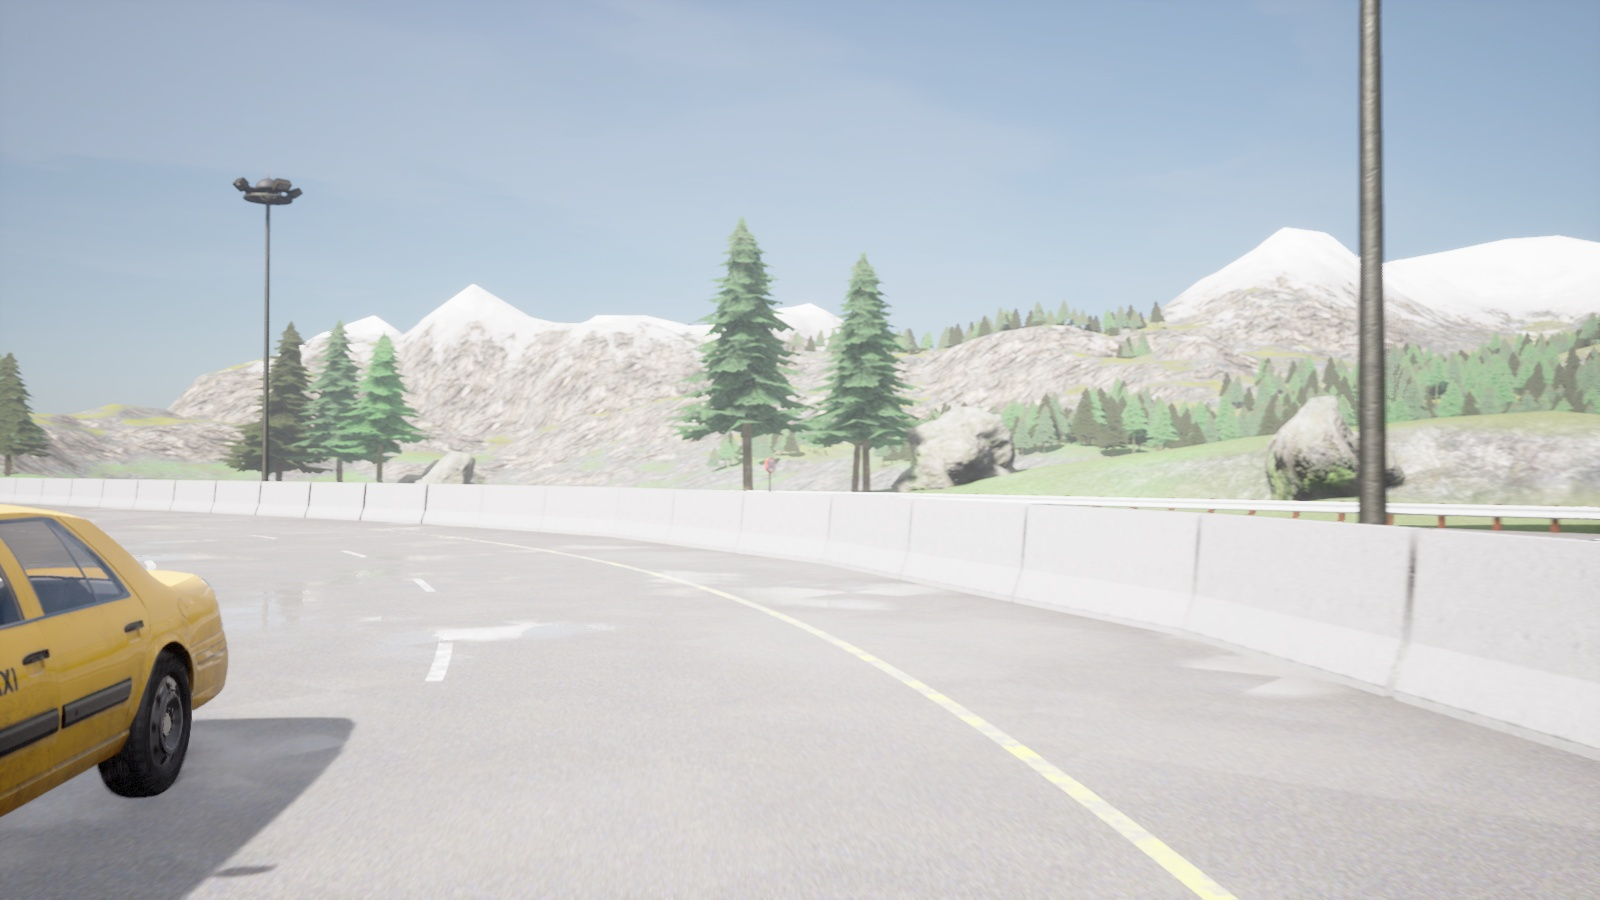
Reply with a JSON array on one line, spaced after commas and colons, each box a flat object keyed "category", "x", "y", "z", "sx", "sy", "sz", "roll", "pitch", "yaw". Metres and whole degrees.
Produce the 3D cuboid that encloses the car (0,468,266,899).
[{"category": "car", "x": -3.770, "y": 0.864, "z": 4.829, "sx": 1.801, "sy": 1.575, "sz": 5.366, "roll": 0, "pitch": -1, "yaw": -8}]
